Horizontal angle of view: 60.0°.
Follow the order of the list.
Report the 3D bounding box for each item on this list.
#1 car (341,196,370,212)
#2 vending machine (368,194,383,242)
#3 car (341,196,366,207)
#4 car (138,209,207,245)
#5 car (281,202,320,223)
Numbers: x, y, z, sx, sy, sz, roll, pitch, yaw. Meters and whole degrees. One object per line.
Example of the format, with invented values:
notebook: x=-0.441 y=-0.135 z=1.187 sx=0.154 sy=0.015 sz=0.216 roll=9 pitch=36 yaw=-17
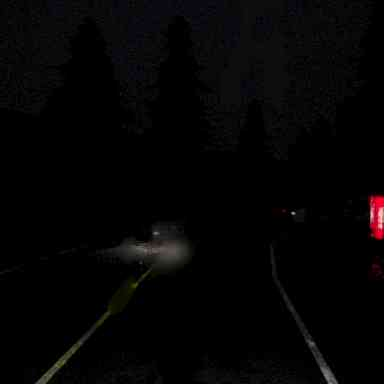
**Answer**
car: x=18.398 y=1.220 z=37.349 sx=2.097 sy=1.767 sz=4.553 roll=1 pitch=0 yaw=41
vending machine: x=8.682 y=1.148 z=15.158 sx=1.100 sy=2.100 sz=0.880 roll=0 pitch=0 yaw=23
car: x=23.986 y=1.317 z=49.331 sx=2.128 sy=1.511 sz=4.902 roll=1 pitch=0 yaw=42
car: x=-0.733 y=1.466 z=14.992 sx=1.994 sy=1.385 sz=4.181 roll=0 pitch=0 yaw=19
car: x=8.115 y=1.454 z=24.731 sx=1.994 sy=1.385 sz=4.181 roll=0 pitch=0 yaw=33
